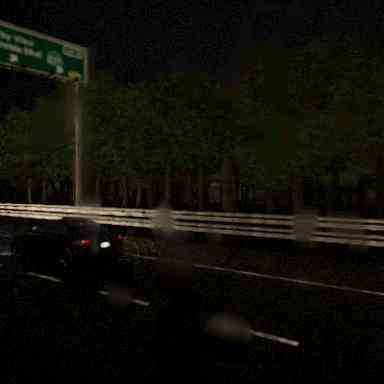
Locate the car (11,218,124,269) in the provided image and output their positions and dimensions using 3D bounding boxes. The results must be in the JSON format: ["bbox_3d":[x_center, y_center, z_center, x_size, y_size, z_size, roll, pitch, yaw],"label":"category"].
[{"bbox_3d":[-4.249,1.566,11.200,4.181,1.385,1.994,0,0,36],"label":"car"}]
